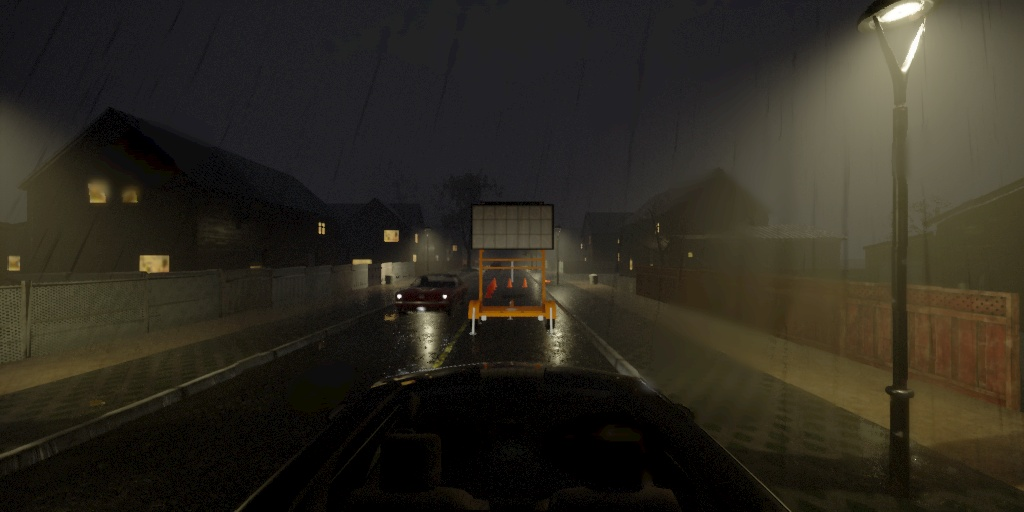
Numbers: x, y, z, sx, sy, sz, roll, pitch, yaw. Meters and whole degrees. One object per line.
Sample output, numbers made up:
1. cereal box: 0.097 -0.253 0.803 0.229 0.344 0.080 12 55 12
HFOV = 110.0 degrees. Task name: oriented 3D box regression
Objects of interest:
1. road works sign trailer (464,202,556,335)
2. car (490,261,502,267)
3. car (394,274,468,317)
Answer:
1. road works sign trailer: 0.009 0.220 10.546 2.380 3.560 2.880 0 0 0
2. car: -2.695 1.567 60.799 1.994 1.385 4.181 0 0 0
3. car: -2.838 1.363 13.477 1.895 1.301 4.718 0 0 0
